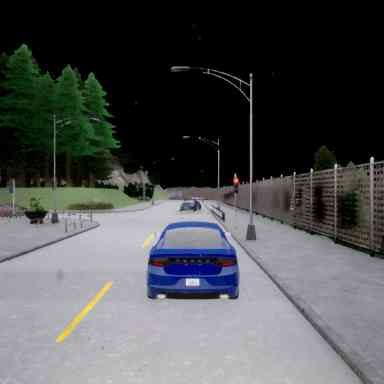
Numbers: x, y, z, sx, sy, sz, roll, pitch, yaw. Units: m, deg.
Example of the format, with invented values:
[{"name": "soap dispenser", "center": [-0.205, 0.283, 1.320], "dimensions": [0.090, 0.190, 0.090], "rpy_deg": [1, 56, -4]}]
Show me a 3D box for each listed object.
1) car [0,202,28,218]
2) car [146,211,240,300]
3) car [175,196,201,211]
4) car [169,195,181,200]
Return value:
[{"name": "car", "center": [-16.222, 1.564, 28.987], "dimensions": [4.181, 1.385, 1.994], "rpy_deg": [0, 0, 0]}, {"name": "car", "center": [0.033, 1.478, 8.478], "dimensions": [1.882, 1.535, 5.008], "rpy_deg": [0, 0, 0]}, {"name": "car", "center": [-0.194, 1.526, 38.339], "dimensions": [1.812, 1.442, 4.674], "rpy_deg": [1, 0, 11]}, {"name": "car", "center": [-3.849, 1.540, 87.969], "dimensions": [5.357, 1.411, 2.033], "rpy_deg": [0, 0, 40]}]
